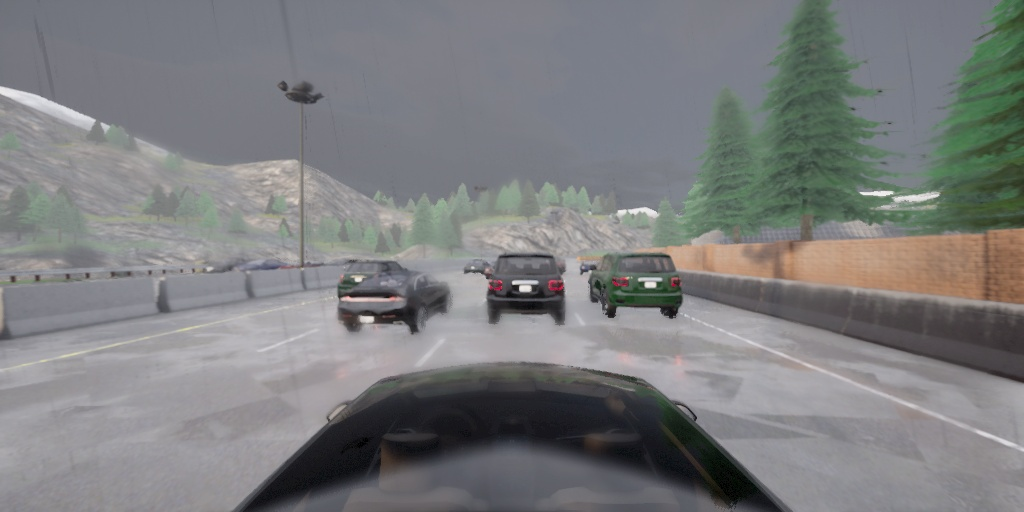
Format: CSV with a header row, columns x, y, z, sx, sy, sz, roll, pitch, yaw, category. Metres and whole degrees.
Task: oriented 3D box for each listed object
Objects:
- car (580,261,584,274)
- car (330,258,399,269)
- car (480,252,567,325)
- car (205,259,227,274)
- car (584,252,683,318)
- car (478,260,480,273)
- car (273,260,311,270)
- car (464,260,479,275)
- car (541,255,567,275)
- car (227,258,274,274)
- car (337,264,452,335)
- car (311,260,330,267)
x,y,z,sx,sy,sz,roll,pitch,yaw,category
7.661,1.088,34.950,1.895,1.301,4.718,0,0,13,car
-6.025,0.969,16.696,2.097,1.767,4.553,0,0,6,car
0.522,0.890,11.684,2.150,2.045,5.566,0,0,4,car
-25.157,0.947,32.732,2.128,1.511,4.902,0,0,11,car
4.119,0.886,12.794,2.150,2.045,5.566,0,0,4,car
-0.808,1.072,28.852,2.033,1.411,5.357,0,0,11,car
-18.200,1.073,31.866,1.895,1.301,4.718,0,0,11,car
-3.142,1.036,34.672,1.994,1.385,4.181,0,0,12,car
4.198,0.830,35.331,2.097,1.767,4.553,0,0,13,car
-21.831,0.995,31.467,1.812,1.442,4.674,0,0,10,car
-3.047,1.166,10.294,2.128,1.511,4.902,0,0,3,car
-14.749,0.993,31.280,1.837,1.490,4.892,0,0,11,car
